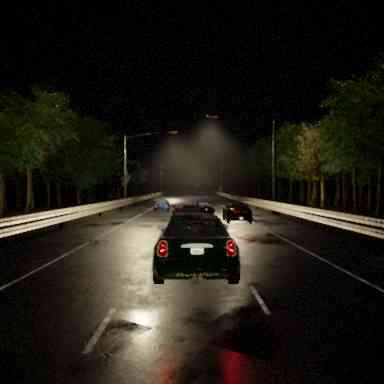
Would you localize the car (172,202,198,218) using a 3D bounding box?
[{"bbox_3d":[-0.758,1.676,32.408,1.895,1.301,4.718,-2,0,-8],"label":"car"}]

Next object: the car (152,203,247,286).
[{"bbox_3d":[0.053,1.376,9.696,2.097,1.767,4.553,0,0,-2],"label":"car"}]

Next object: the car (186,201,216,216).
[{"bbox_3d":[0.869,1.657,34.323,1.994,1.385,4.181,1,0,-15],"label":"car"}]

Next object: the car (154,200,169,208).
[{"bbox_3d":[-3.709,1.640,41.378,2.033,1.411,5.357,0,0,-1],"label":"car"}]

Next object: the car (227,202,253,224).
[{"bbox_3d":[3.408,1.567,25.492,1.837,1.490,4.892,0,0,0],"label":"car"}]

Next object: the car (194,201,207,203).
[{"bbox_3d":[-0.067,1.580,21.931,1.812,1.442,4.674,0,0,-1],"label":"car"}]
